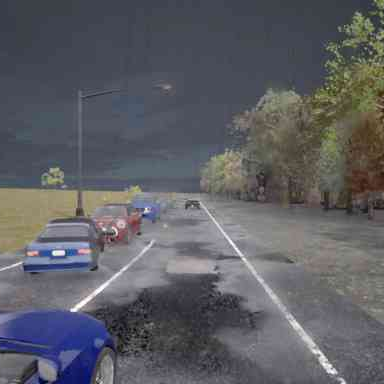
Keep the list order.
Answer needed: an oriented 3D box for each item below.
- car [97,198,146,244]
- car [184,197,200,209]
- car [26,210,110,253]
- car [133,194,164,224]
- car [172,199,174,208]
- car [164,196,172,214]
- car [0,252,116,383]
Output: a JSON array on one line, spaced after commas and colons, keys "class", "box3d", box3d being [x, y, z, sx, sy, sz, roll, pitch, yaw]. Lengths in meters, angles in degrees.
[{"class": "car", "box3d": [-3.679, 1.351, 15.610, 2.097, 1.767, 4.553, 0, 0, 1]}, {"class": "car", "box3d": [0.045, 1.494, 44.296, 1.837, 1.490, 4.892, 0, 0, 0]}, {"class": "car", "box3d": [-3.830, 1.548, 10.643, 2.033, 1.411, 5.357, 0, 0, -12]}, {"class": "car", "box3d": [-3.612, 1.219, 25.268, 2.150, 2.045, 5.566, 0, 0, -1]}, {"class": "car", "box3d": [-3.607, 1.341, 45.280, 2.097, 1.767, 4.553, 0, 0, 0]}, {"class": "car", "box3d": [-3.605, 1.346, 35.273, 2.097, 1.767, 4.553, 0, 0, 0]}, {"class": "car", "box3d": [-1.918, 1.525, 1.821, 1.812, 1.442, 4.674, 0, 0, 6]}]
